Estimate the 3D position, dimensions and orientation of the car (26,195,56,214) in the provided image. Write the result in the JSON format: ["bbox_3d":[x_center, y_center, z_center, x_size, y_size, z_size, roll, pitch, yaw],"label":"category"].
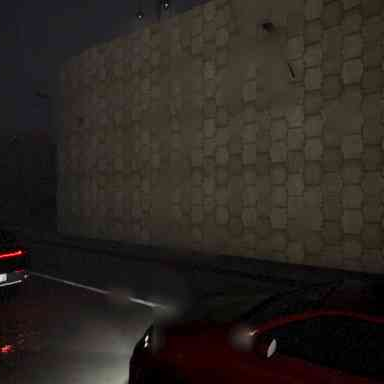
[{"bbox_3d":[-12.921,1.061,31.037,2.128,1.511,4.902,0,5,35],"label":"car"}]

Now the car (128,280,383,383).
[{"bbox_3d":[1.394,1.564,2.997,4.181,1.385,1.994,0,0,36],"label":"car"}]

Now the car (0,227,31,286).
[{"bbox_3d":[-5.855,1.505,8.171,4.892,1.490,1.837,0,0,36],"label":"car"}]
